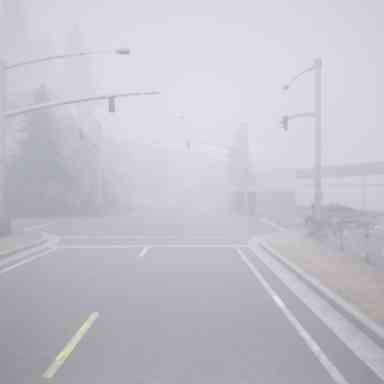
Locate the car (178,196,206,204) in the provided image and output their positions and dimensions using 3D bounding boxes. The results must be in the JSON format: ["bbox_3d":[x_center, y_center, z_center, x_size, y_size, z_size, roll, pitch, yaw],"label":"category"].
[{"bbox_3d":[-0.018,1.292,56.919,4.718,1.301,1.895,0,0,-38],"label":"car"}]

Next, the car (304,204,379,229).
[{"bbox_3d":[9.085,1.467,20.433,4.181,1.385,1.994,0,1,5],"label":"car"}]
